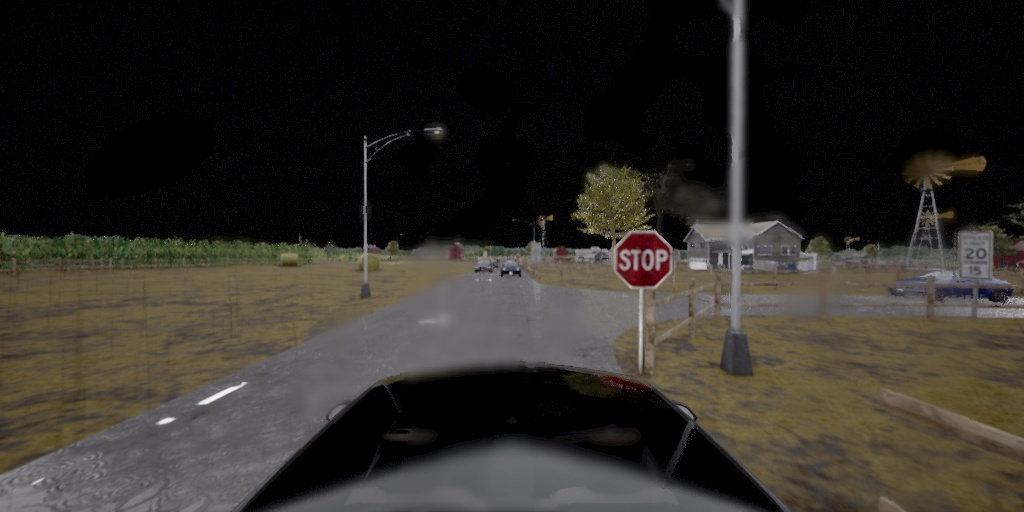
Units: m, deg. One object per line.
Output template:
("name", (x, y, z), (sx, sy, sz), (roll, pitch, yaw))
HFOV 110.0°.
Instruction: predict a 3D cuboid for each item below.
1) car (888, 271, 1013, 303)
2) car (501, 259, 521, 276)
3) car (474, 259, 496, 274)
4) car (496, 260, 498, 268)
("car", (21.216, 1.444, 17.400), (4.674, 1.442, 1.812), (1, 1, 0))
("car", (-0.094, 1.209, 33.988), (1.895, 1.301, 4.718), (0, 0, 0))
("car", (-3.048, 1.116, 39.412), (1.837, 1.490, 4.892), (0, 0, 0))
("car", (-3.119, 1.182, 57.051), (2.033, 1.411, 5.357), (0, 0, 0))
